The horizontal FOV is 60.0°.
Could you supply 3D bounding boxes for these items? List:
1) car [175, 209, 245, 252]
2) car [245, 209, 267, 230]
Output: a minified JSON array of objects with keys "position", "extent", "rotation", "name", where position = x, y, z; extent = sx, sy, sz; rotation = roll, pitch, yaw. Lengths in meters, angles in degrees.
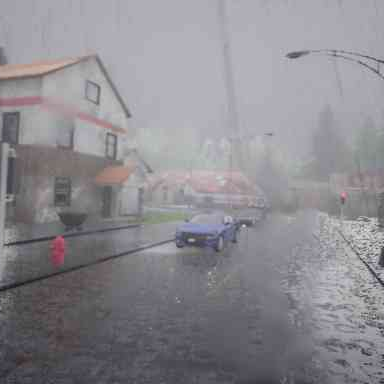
[{"position":[0.859,1.650,15.189],"extent":[1.882,1.535,5.008],"rotation":[2,-1,20],"name":"car"},{"position":[4.466,1.970,25.039],"extent":[2.033,1.411,5.357],"rotation":[2,-1,20],"name":"car"}]
